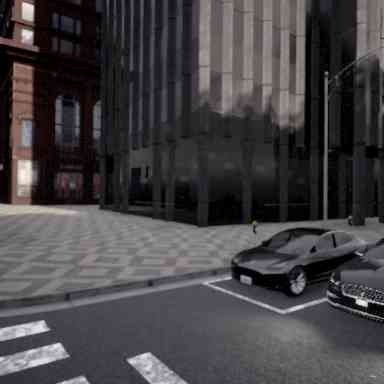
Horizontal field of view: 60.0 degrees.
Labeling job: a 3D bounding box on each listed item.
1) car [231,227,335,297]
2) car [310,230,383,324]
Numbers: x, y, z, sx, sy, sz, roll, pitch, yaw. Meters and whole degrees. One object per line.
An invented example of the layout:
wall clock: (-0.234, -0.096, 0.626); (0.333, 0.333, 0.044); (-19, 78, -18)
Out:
car: (3.005, 1.639, 8.789); (4.313, 1.339, 1.947); (1, 0, -35)
car: (4.770, 1.582, 6.786); (4.892, 1.490, 1.837); (1, 0, -34)
